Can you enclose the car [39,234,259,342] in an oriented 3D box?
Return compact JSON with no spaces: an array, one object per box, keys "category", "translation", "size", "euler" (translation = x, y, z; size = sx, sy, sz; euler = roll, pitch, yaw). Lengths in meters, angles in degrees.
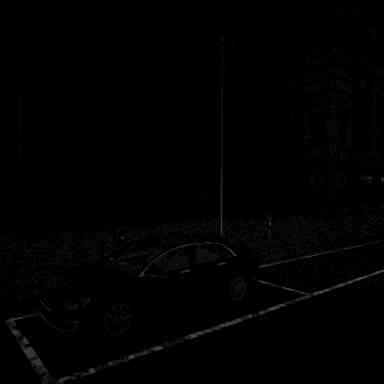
[{"category":"car","translation":[-0.563,1.552,6.450],"size":[4.403,1.369,2.008],"euler":[0,1,-38]}]
